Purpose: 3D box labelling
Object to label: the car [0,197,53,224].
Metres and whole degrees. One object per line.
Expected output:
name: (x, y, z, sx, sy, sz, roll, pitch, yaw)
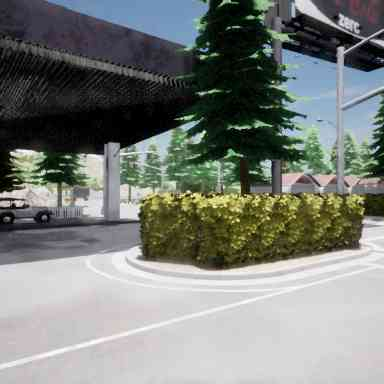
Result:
car: (-12.000, 1.313, 23.459, 3.866, 1.878, 1.905, 0, 0, -36)
